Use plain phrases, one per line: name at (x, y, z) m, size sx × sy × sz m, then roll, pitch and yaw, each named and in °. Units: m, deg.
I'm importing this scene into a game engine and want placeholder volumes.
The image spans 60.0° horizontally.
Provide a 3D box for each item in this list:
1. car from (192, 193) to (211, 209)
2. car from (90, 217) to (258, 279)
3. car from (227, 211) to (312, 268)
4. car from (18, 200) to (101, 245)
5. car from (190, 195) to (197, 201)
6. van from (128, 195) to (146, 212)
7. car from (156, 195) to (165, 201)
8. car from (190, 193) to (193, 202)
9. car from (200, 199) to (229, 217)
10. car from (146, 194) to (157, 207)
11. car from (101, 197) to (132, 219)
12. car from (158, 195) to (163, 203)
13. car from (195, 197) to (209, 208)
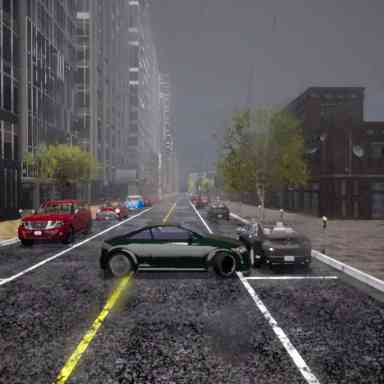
car at (1.565, 1.301, 44.309) m, size 2.192 × 1.841 × 5.009 m, roll -1°, pitch 0°, yaw -1°
car at (-0.462, 1.556, 9.518) m, size 4.181 × 1.385 × 1.994 m, roll 0°, pitch 0°, yaw -1°
car at (2.556, 1.548, 11.116) m, size 2.008 × 1.369 × 4.403 m, roll -1°, pitch 0°, yaw -1°
car at (-6.181, 1.310, 15.707) m, size 2.192 × 1.841 × 5.009 m, roll -1°, pitch 0°, yaw -1°
car at (0.425, 1.551, 88.570) m, size 1.802 × 1.307 × 4.206 m, roll -1°, pitch 0°, yaw -1°
van at (-6.669, 1.329, 38.569) m, size 1.690 × 1.788 × 3.998 m, roll -1°, pitch 0°, yaw -1°
car at (-7.806, 1.497, 82.663) m, size 1.752 × 1.417 × 4.829 m, roll -1°, pitch 0°, yaw -1°
car at (0.850, 1.291, 71.972) m, size 2.192 × 1.841 × 5.009 m, roll -1°, pitch 0°, yaw -1°
car at (2.028, 1.543, 26.976) m, size 2.008 × 1.369 × 4.403 m, roll -1°, pitch 0°, yaw -1°
car at (-6.955, 1.299, 49.635) m, size 2.192 × 1.841 × 5.009 m, roll -1°, pitch 0°, yaw -1°
car at (-6.375, 1.432, 26.775) m, size 1.967 × 1.590 × 4.097 m, roll -1°, pitch 0°, yaw -1°
car at (-7.381, 1.522, 66.234) m, size 1.887 × 1.381 × 4.507 m, roll -1°, pitch 0°, yaw -1°
car at (1.421, 1.509, 50.011) m, size 1.752 × 1.417 × 4.829 m, roll -1°, pitch 0°, yaw -1°
